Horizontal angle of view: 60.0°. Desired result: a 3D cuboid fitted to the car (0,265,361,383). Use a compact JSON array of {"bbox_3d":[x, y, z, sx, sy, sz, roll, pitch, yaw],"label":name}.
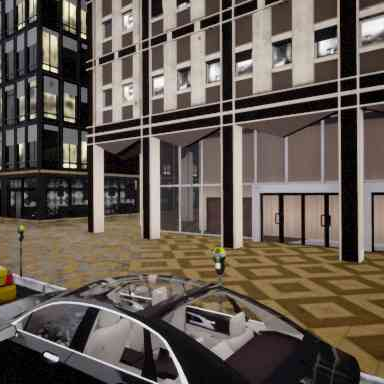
[{"bbox_3d":[-0.680,1.551,3.367,4.403,1.369,2.008,0,0,36],"label":"car"}]
